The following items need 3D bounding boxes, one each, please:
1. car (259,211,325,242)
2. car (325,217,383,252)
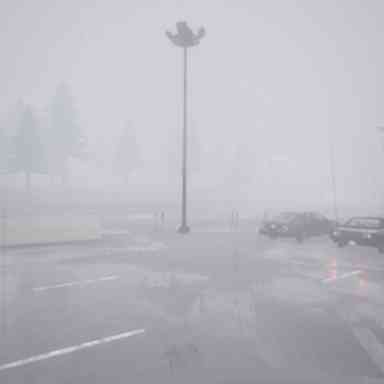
[{"bbox_3d":[5.734,1.687,17.203,5.357,1.411,2.033,1,0,-40],"label":"car"},{"bbox_3d":[8.054,1.743,14.581,4.718,1.301,1.895,1,0,-40],"label":"car"}]
